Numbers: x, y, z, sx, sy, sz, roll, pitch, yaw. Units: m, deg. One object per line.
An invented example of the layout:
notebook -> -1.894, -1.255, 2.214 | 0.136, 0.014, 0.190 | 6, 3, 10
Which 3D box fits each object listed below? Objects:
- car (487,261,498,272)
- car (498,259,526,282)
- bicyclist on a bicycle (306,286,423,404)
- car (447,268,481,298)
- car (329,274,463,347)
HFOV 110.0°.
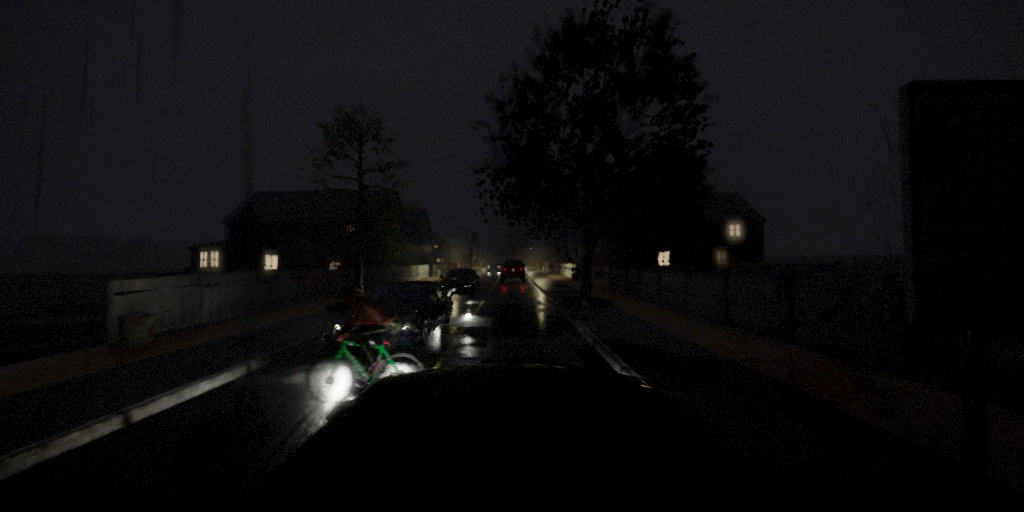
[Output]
car -> -2.823, 1.657, 57.407 | 2.097, 1.767, 4.553 | 0, 0, 0
car -> 0.093, 1.296, 33.298 | 2.150, 2.045, 5.566 | 0, 0, 0
bicyclist on a bicycle -> -2.036, 1.236, 4.961 | 1.656, 1.620, 0.582 | -2, -1, -1
car -> -2.837, 1.444, 20.108 | 1.837, 1.490, 4.892 | 0, -1, 1
car -> -2.846, 1.382, 9.829 | 2.033, 1.411, 5.357 | 0, -1, 0
